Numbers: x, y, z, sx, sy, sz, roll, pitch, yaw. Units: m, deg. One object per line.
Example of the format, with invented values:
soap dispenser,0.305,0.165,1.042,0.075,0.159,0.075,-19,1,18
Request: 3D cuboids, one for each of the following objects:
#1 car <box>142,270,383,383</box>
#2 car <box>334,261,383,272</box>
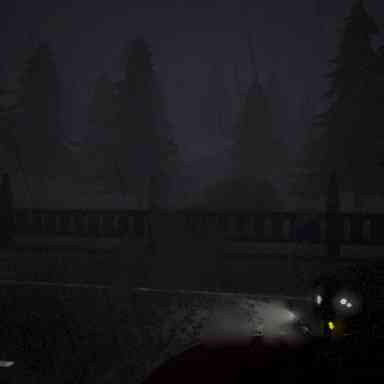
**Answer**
car,1.978,1.480,1.844,5.008,1.535,1.882,0,0,10
car,4.026,1.568,5.028,4.181,1.385,1.994,0,0,10
